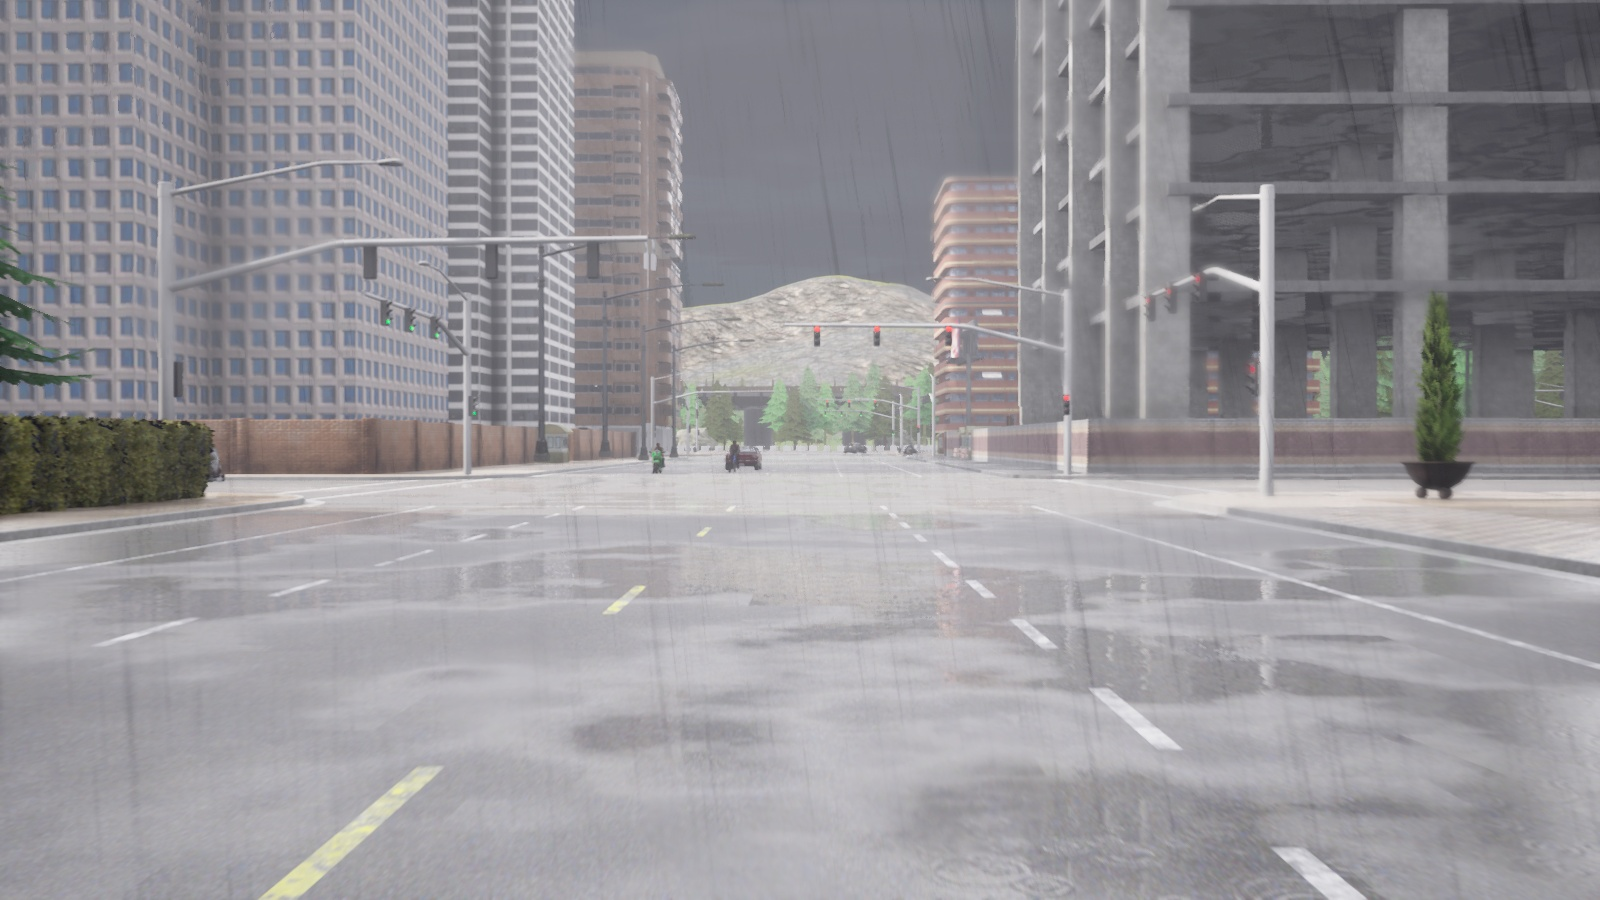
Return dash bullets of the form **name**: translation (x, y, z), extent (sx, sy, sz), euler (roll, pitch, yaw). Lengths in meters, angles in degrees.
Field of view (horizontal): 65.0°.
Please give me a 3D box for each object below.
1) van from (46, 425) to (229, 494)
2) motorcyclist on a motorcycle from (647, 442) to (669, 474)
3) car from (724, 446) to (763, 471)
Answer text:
- **van**: translation (-19.432, 0.276, 36.950), extent (4.442, 1.987, 1.775), euler (0, 0, 1)
- **motorcyclist on a motorcycle**: translation (-6.820, 0.383, 60.350), extent (0.797, 1.523, 2.044), euler (0, 0, 1)
- **car**: translation (-3.128, 0.451, 69.820), extent (1.895, 1.301, 4.718), euler (0, 0, 1)
